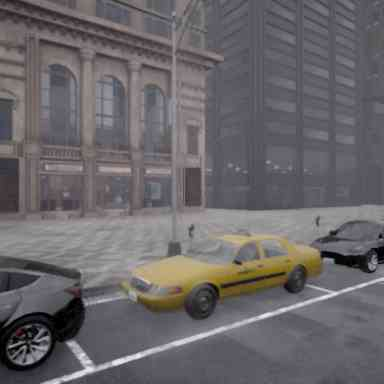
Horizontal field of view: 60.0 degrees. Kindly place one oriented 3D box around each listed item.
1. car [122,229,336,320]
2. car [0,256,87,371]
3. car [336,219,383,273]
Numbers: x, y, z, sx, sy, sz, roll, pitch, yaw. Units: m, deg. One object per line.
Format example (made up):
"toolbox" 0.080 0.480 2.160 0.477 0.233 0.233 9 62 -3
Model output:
"car" 0.916 1.530 7.304 4.829 1.417 1.752 0 0 -35
"car" -3.538 1.566 4.128 4.313 1.339 1.947 0 0 -35
"car" 5.647 1.575 10.677 4.313 1.339 1.947 0 0 -35
